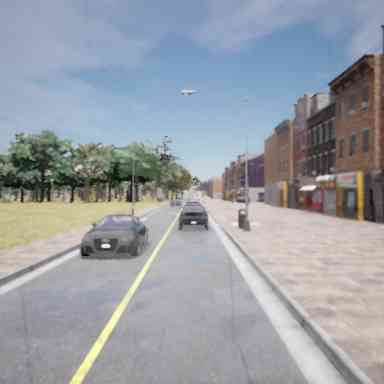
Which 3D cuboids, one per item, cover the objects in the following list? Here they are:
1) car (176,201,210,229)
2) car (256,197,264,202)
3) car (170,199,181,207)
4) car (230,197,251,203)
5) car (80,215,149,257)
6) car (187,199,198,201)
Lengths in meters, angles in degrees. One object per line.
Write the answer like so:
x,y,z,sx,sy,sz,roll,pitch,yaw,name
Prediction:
0.107,1.564,22.015,1.837,1.490,4.892,0,0,0,car
15.981,1.588,71.765,4.206,1.307,1.802,-1,1,0,car
-2.737,1.837,57.543,2.033,1.411,5.357,0,-1,0,car
10.450,1.676,71.768,4.403,1.369,2.008,-1,1,0,car
-2.847,1.589,12.979,1.994,1.385,4.181,0,0,0,car
0.111,1.639,42.870,2.128,1.511,4.902,0,0,0,car
